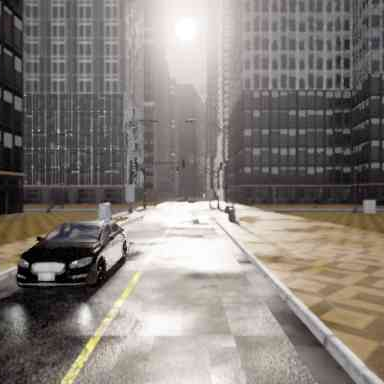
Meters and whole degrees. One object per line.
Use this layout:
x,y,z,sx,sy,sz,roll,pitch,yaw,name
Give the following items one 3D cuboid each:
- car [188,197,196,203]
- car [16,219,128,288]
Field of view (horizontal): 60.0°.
-0.031,2.273,85.495,1.895,1.301,4.718,0,-1,0,car
-3.102,1.559,9.538,2.128,1.511,4.902,0,0,0,car
